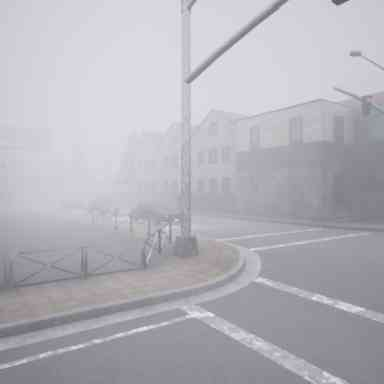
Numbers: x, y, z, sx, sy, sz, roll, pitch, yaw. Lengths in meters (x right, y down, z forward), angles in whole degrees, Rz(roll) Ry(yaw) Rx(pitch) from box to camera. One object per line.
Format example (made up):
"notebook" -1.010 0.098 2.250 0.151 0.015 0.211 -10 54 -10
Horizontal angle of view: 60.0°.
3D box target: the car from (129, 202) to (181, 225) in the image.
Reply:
"car" -2.482 1.367 22.700 2.033 1.411 5.357 0 0 -35

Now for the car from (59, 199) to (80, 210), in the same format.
"car" -14.149 1.420 39.242 1.895 1.301 4.718 0 0 -35

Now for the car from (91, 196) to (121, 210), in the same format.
"car" -10.516 1.323 40.427 1.837 1.490 4.892 0 0 -35

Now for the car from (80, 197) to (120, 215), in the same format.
"car" -8.331 1.311 30.968 2.128 1.511 4.902 0 0 -35
